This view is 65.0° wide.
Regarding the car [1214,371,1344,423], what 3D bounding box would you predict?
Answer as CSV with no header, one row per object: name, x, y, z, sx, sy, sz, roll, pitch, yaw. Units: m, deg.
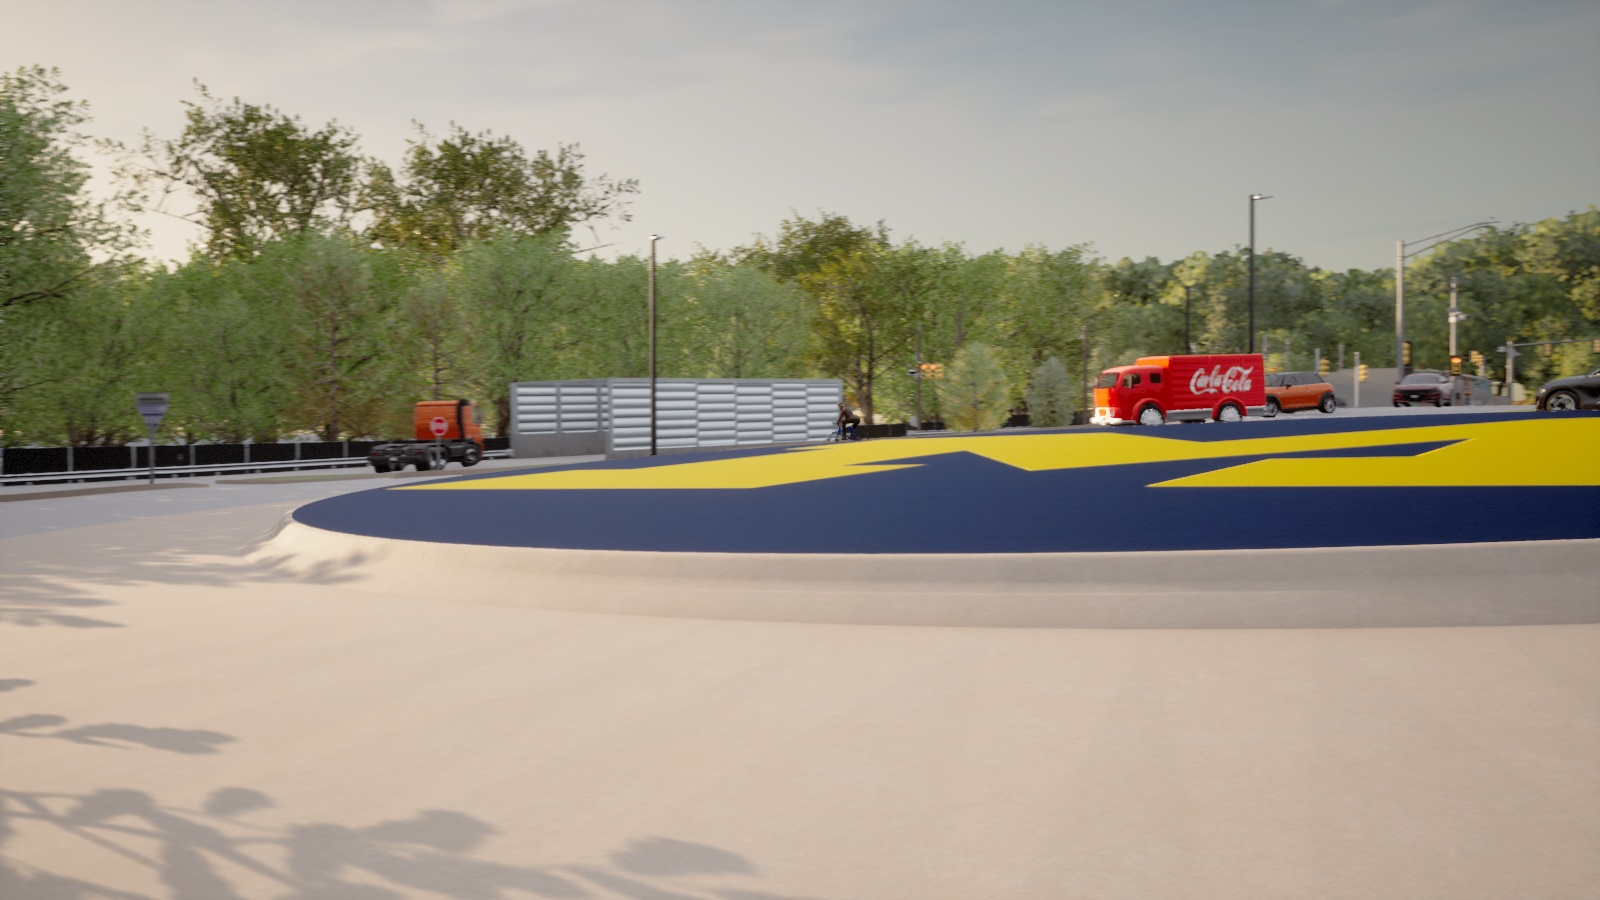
car,18.467,-2.031,48.396,4.553,1.767,2.097,-4,3,-25

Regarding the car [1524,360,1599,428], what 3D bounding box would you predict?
car,21.074,-1.428,31.306,2.033,1.649,4.856,0,0,-32

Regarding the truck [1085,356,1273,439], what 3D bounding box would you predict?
truck,12.274,-1.722,40.849,5.204,2.467,2.627,-2,2,-13

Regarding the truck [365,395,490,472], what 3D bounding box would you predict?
truck,-18.141,-0.896,61.768,2.891,3.462,7.936,-1,2,7

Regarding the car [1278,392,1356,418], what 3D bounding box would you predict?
car,33.019,-2.830,80.232,4.181,1.385,1.994,-3,-1,34

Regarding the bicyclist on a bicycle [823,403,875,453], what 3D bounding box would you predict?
bicyclist on a bicycle,1.681,-0.760,43.001,1.656,1.620,0.582,-2,2,37

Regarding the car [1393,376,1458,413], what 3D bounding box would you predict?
car,27.620,-2.440,55.380,1.882,1.535,5.008,1,3,34
